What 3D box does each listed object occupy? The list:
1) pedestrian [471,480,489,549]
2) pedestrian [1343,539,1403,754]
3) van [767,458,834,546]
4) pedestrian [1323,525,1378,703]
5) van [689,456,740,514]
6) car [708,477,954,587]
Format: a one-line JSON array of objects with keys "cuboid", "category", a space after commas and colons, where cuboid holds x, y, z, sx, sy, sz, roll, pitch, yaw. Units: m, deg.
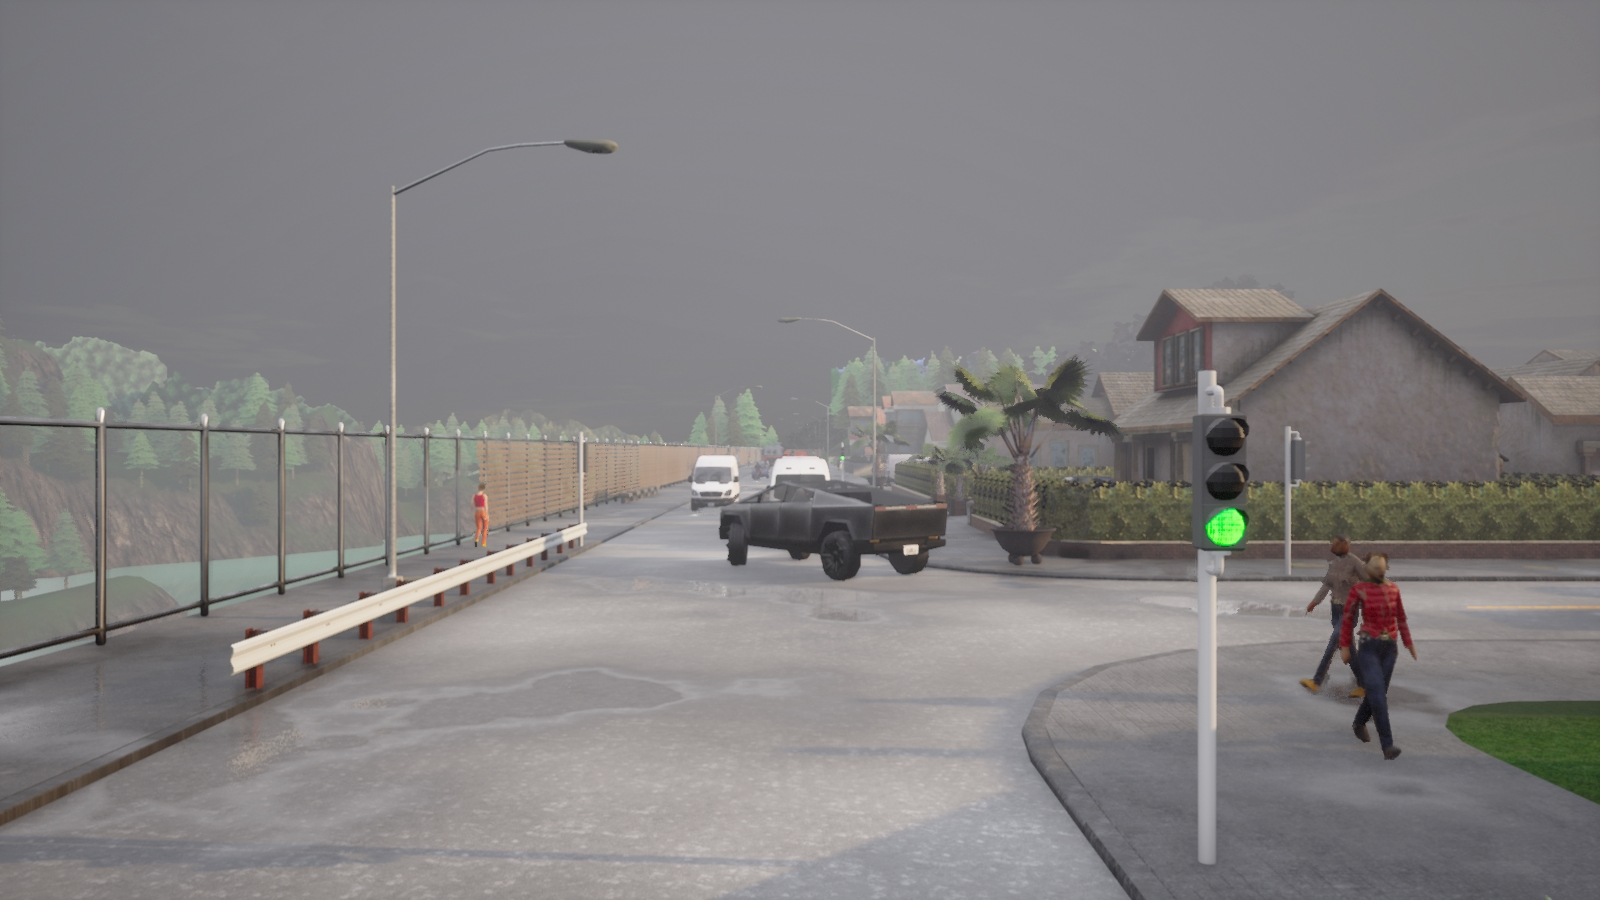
[{"cuboid": [-8.783, 1.761, 31.366, 0.375, 1.860, 0.375, 0, 0, 2], "category": "pedestrian"}, {"cuboid": [5.159, 1.751, 10.299, 0.375, 1.860, 0.375, 0, 0, 7], "category": "pedestrian"}, {"cuboid": [0.019, 1.554, 36.680, 1.988, 2.561, 5.915, 0, 0, 0], "category": "van"}, {"cuboid": [5.933, 1.752, 12.325, 0.375, 1.860, 0.375, 0, 0, -16], "category": "pedestrian"}, {"cuboid": [-3.970, 1.562, 53.970, 1.988, 2.561, 5.915, 0, 0, 0], "category": "van"}, {"cuboid": [0.529, 1.768, 26.724, 2.390, 2.098, 6.274, 0, 0, -36], "category": "car"}]
